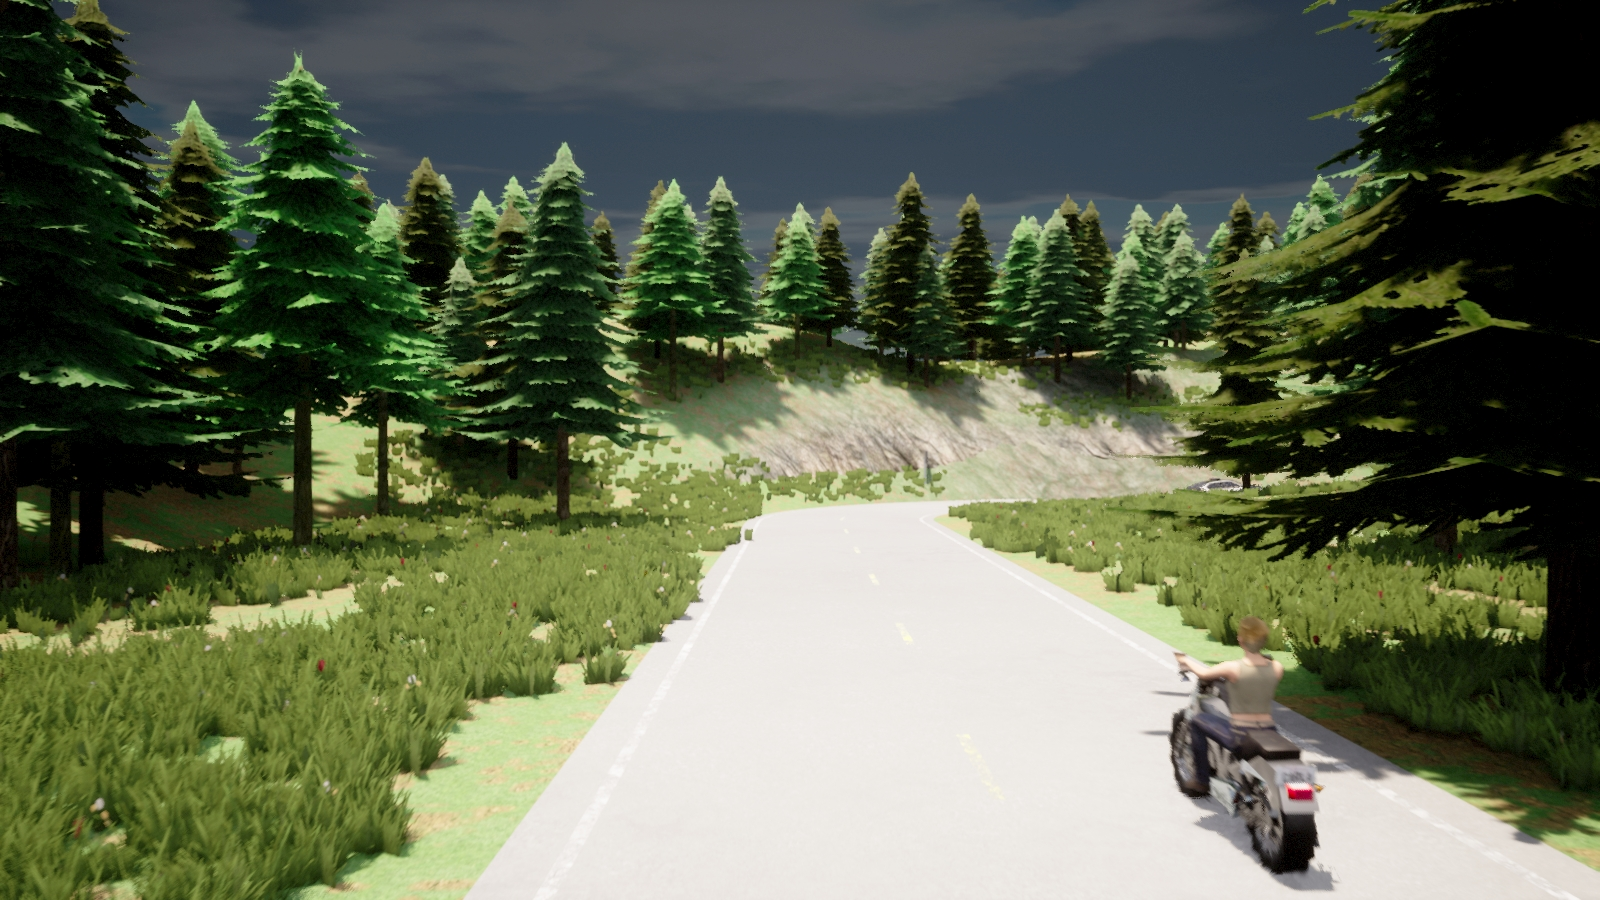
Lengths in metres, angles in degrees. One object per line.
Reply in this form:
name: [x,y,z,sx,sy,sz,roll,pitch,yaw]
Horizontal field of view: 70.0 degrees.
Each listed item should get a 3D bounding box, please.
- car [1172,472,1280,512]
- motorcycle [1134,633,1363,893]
car: [23.016,2.258,61.815,4.974,1.542,2.038,-6,0,-3]
motorcycle: [3.183,2.171,8.415,0.764,1.277,2.356,0,0,0]
